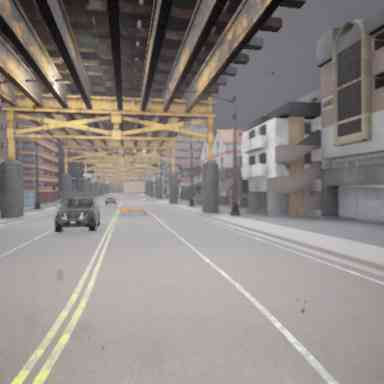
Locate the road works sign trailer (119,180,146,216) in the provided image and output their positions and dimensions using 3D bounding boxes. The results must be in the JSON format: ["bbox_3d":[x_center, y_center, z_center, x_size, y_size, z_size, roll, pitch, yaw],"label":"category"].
[{"bbox_3d":[-5.884,0.530,33.807,2.380,3.560,2.880,-1,0,-11],"label":"road works sign trailer"}]

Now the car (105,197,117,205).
[{"bbox_3d":[-14.925,1.613,61.379,1.812,1.442,4.674,-1,0,-11],"label":"car"}]

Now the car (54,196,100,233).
[{"bbox_3d":[-6.973,1.299,20.744,2.150,2.045,5.566,-1,0,-11],"label":"car"}]
